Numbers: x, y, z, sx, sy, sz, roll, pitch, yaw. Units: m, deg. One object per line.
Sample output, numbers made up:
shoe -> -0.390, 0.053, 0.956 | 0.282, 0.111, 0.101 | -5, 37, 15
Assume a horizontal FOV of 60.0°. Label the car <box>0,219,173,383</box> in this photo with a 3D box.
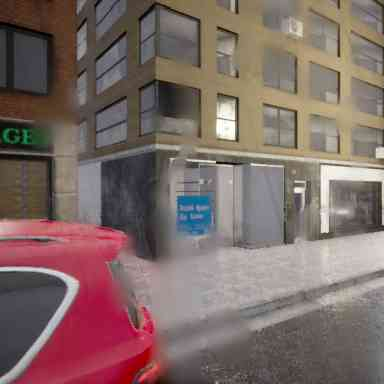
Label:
car -> -2.678, 1.221, 1.151 | 5.566, 2.045, 2.150 | 0, 0, -36
